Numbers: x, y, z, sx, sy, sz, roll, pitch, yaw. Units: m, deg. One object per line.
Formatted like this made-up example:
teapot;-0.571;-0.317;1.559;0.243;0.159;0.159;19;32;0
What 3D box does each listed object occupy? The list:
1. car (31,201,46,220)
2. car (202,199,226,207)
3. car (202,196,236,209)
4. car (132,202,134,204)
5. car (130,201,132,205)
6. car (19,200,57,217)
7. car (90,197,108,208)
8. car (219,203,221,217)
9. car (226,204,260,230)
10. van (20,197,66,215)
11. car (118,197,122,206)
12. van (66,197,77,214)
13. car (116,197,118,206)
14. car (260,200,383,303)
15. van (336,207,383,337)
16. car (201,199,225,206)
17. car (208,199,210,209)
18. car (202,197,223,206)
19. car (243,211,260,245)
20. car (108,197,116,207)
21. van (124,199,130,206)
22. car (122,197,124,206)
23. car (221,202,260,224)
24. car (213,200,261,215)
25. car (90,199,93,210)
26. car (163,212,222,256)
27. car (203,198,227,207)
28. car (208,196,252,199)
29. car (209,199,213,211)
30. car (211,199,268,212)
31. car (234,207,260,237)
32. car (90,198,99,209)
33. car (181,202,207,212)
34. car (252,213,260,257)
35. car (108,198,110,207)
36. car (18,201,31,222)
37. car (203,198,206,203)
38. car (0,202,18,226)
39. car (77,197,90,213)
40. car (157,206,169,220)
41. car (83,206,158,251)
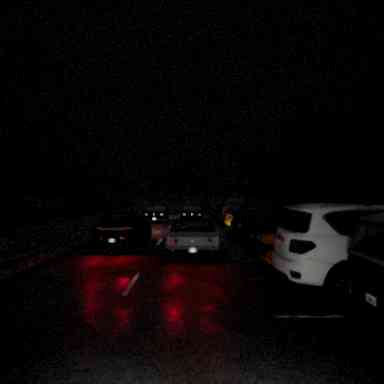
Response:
car;-15.567;1.721;28.420;4.792;1.488;2.163;0;-1;0
car;4.520;2.222;68.222;4.674;1.452;2.002;0;-1;0
car;4.570;1.796;57.193;5.566;2.045;2.435;0;-1;0
car;-15.613;2.285;75.546;4.792;1.488;2.163;0;0;0
car;-15.669;2.086;70.112;4.553;1.767;2.185;0;-1;0
car;-15.597;1.760;31.074;4.674;1.452;2.002;0;-1;0
car;-15.587;1.671;47.750;5.566;2.045;2.435;0;-1;0
car;4.597;1.704;24.106;4.674;1.452;2.002;0;-1;0
car;4.603;1.616;18.592;4.892;1.521;2.231;0;-1;0
van;-15.719;1.527;33.981;4.442;1.987;1.878;0;-1;0
car;-15.621;2.073;58.863;5.008;1.535;2.097;0;-1;0
van;-15.488;1.558;36.759;4.442;1.987;1.878;0;-1;0
car;-15.630;2.038;56.209;4.892;1.521;2.231;0;-1;0
car;4.657;1.279;7.566;5.566;2.045;2.435;0;0;0
van;4.750;1.286;4.808;4.442;1.987;1.878;0;0;0
car;4.523;2.212;70.978;5.008;1.535;2.097;0;0;0
car;4.569;1.808;37.890;4.892;1.521;2.231;0;-1;0
car;4.481;2.111;73.741;4.553;1.767;2.185;0;0;0
car;4.622;1.610;13.078;4.674;1.452;2.002;0;0;0
car;-15.650;1.747;53.435;5.566;2.045;2.435;0;-1;0
van;-15.518;1.957;67.205;4.442;1.987;1.878;0;-1;0
car;-15.660;1.988;61.768;4.553;1.767;2.185;0;-1;0
car;4.790;1.636;21.348;5.366;1.575;1.946;0;-1;0
car;4.584;1.719;29.620;4.892;1.521;2.231;0;-1;0
car;-15.608;1.891;42.314;4.674;1.452;2.002;0;-1;0
car;0.042;1.694;13.463;1.895;1.301;4.718;0;0;0
car;4.496;2.027;65.466;4.553;1.767;2.185;0;-1;0
car;4.539;1.712;40.648;4.553;1.767;2.185;0;-1;0
car;4.574;1.777;35.133;4.892;1.521;2.231;0;-1;0
car;4.579;1.748;32.376;4.892;1.521;2.231;0;-1;0
car;4.643;1.622;15.834;4.792;1.488;2.163;0;0;0
car;-15.610;1.926;45.028;4.674;1.452;2.002;0;-1;0
car;0.015;1.827;28.477;1.895;1.301;4.718;0;-1;0
car;4.629;1.549;10.320;5.008;1.535;2.097;0;0;0
car;-15.804;1.957;50.651;5.366;1.575;1.946;0;-1;0
car;-15.588;1.665;25.642;4.892;1.521;2.231;0;-1;0
car;4.562;1.940;48.918;5.008;1.535;2.097;0;-1;0
car;-15.563;1.384;22.864;5.566;2.045;2.435;0;-1;0
car;-15.636;1.566;39.539;5.566;2.045;2.435;0;-1;0
car;-2.984;1.827;28.472;1.895;1.301;4.718;0;-1;0
car;-2.952;1.594;14.716;2.128;1.511;4.902;0;0;0
